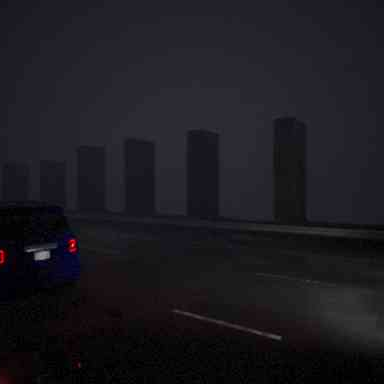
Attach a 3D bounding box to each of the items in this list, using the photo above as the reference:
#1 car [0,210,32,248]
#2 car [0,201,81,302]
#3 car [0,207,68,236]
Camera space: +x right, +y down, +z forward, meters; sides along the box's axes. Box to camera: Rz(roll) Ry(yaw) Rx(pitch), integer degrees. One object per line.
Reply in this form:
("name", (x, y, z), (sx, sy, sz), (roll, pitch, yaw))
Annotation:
("car", (-9.717, 1.552, 15.041), (5.357, 1.411, 2.033), (0, 0, 34))
("car", (-4.874, 1.224, 7.472), (5.566, 2.045, 2.150), (0, 0, 35))
("car", (-9.434, 1.597, 19.076), (4.718, 1.301, 1.895), (0, 0, 34))
